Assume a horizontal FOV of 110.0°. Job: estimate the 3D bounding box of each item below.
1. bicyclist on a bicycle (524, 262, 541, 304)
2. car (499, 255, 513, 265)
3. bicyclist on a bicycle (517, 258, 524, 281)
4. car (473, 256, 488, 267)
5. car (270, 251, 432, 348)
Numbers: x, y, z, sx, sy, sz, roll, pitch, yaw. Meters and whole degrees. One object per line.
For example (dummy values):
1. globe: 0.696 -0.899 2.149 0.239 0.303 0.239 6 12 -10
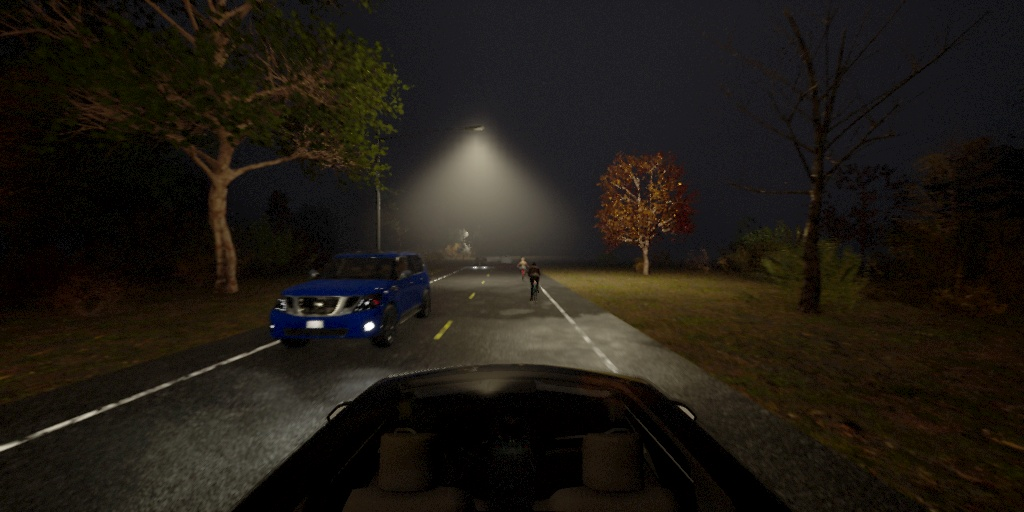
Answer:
1. bicyclist on a bicycle: 0.899 1.059 14.439 0.582 1.620 1.656 0 0 -1
2. car: -0.944 0.659 56.039 1.812 1.442 4.674 0 1 -2
3. bicyclist on a bicycle: 0.747 0.926 24.747 0.866 1.612 1.509 0 1 -1
4. car: -4.402 0.743 50.955 2.033 1.411 5.357 0 1 -1
5. car: -3.623 0.893 9.332 2.150 2.045 5.566 0 0 0
